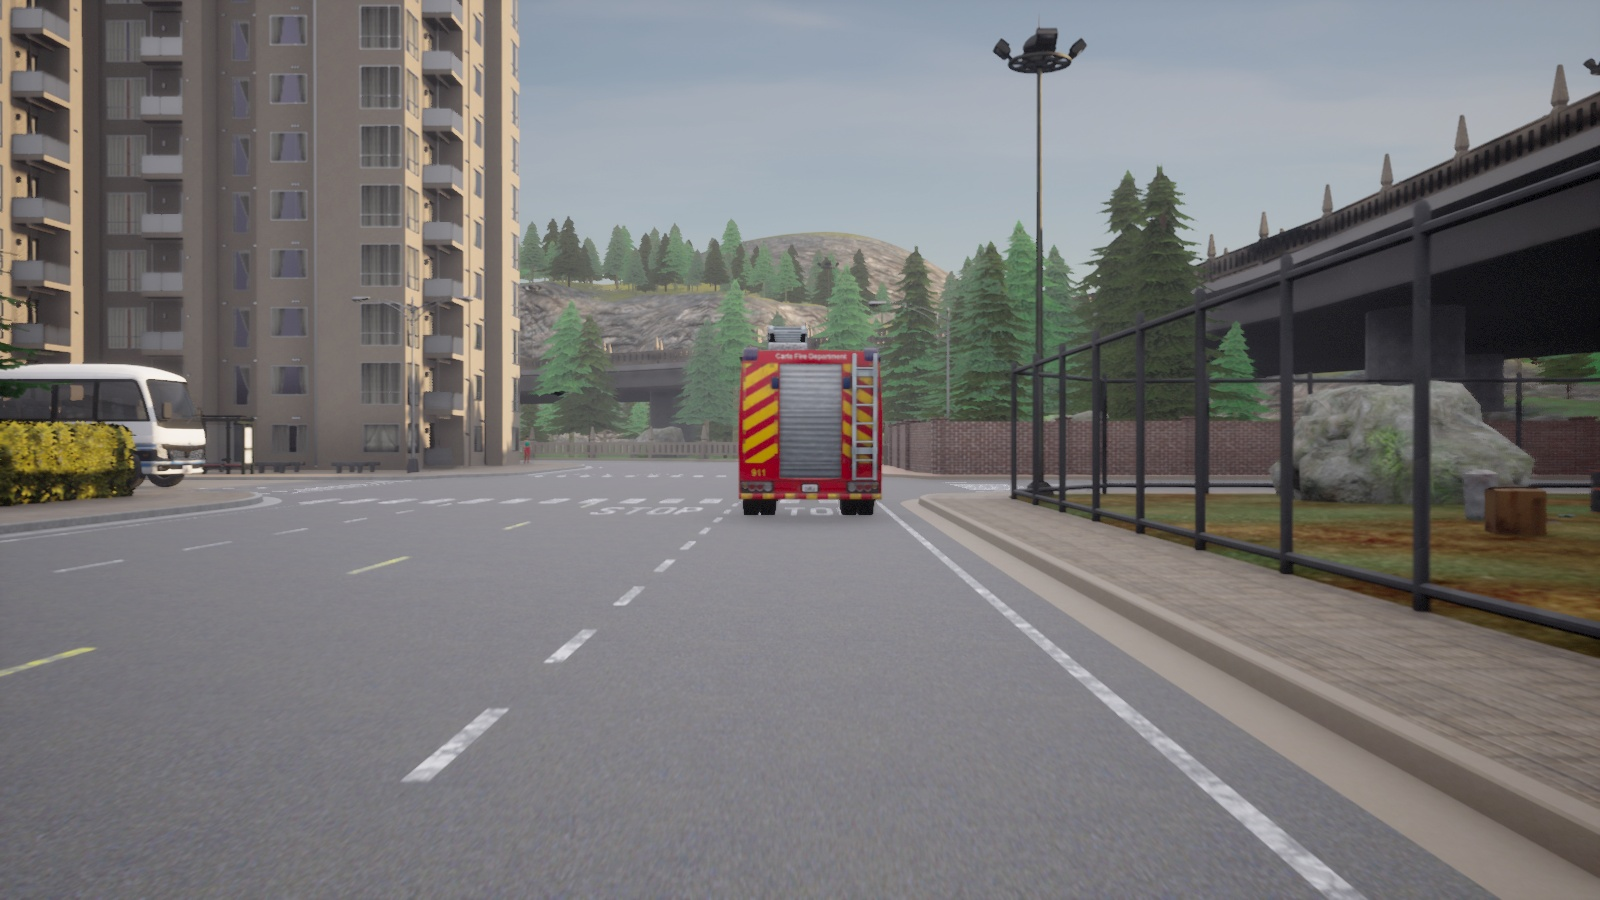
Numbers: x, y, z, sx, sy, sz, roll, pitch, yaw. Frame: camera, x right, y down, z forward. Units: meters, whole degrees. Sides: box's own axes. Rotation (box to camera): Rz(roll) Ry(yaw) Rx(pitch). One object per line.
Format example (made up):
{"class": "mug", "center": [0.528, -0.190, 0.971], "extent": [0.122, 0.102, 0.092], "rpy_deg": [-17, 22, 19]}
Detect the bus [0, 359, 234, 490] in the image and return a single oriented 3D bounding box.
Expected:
{"class": "bus", "center": [-25.344, -0.836, 42.841], "extent": [10.273, 4.253, 3.944], "rpy_deg": [0, 0, 0]}

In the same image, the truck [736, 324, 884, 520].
{"class": "truck", "center": [0.112, -0.581, 28.900], "extent": [2.891, 3.827, 8.468], "rpy_deg": [0, 0, -1]}
